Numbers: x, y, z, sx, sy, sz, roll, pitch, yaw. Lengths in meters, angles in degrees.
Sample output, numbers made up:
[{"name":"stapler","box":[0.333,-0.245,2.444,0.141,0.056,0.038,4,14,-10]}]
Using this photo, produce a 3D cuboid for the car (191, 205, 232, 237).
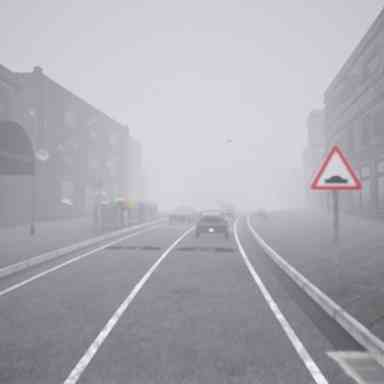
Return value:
[{"name":"car","box":[1.252,1.768,19.664,1.837,1.490,4.892,0,-1,6]}]

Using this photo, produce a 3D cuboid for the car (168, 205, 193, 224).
[{"name":"car","box":[-0.737,1.914,29.070,1.882,1.535,5.008,0,-1,9]}]

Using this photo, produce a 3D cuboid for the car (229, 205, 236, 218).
[{"name":"car","box":[3.970,2.130,37.814,2.033,1.411,5.357,0,-1,11]}]
